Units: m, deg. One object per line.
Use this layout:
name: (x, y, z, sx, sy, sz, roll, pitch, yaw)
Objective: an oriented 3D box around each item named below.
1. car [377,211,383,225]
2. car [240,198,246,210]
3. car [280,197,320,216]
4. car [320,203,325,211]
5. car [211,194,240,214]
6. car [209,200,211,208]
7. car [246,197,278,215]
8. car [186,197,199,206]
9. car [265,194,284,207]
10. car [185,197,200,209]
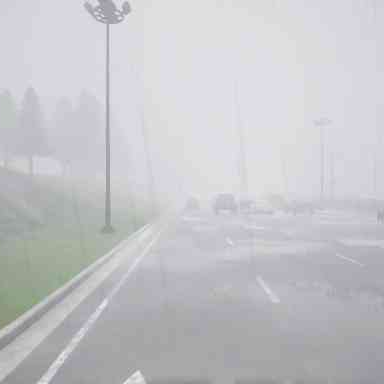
car: (14.070, 1.600, 21.526, 1.895, 1.301, 4.718, 0, 0, 0)
car: (7.026, 1.477, 43.983, 1.882, 1.535, 5.008, 0, 0, 0)
car: (10.551, 1.504, 32.893, 1.837, 1.490, 4.892, 0, 0, 0)
car: (14.044, 1.600, 39.743, 1.895, 1.301, 4.718, 0, 0, 0)
car: (3.501, 1.221, 35.630, 2.150, 2.045, 5.566, 0, 0, 1)
car: (3.488, 1.525, 46.030, 1.812, 1.442, 4.674, 0, 0, 0)
car: (7.046, 1.525, 33.979, 1.812, 1.442, 4.674, 0, 0, 0)
car: (0.026, 1.547, 54.982, 2.033, 1.411, 5.357, 0, 0, -3)
car: (10.524, 1.221, 43.352, 2.150, 2.045, 5.566, 0, 0, 0)
car: (0.046, 1.547, 44.306, 2.033, 1.411, 5.357, 0, 0, 0)
